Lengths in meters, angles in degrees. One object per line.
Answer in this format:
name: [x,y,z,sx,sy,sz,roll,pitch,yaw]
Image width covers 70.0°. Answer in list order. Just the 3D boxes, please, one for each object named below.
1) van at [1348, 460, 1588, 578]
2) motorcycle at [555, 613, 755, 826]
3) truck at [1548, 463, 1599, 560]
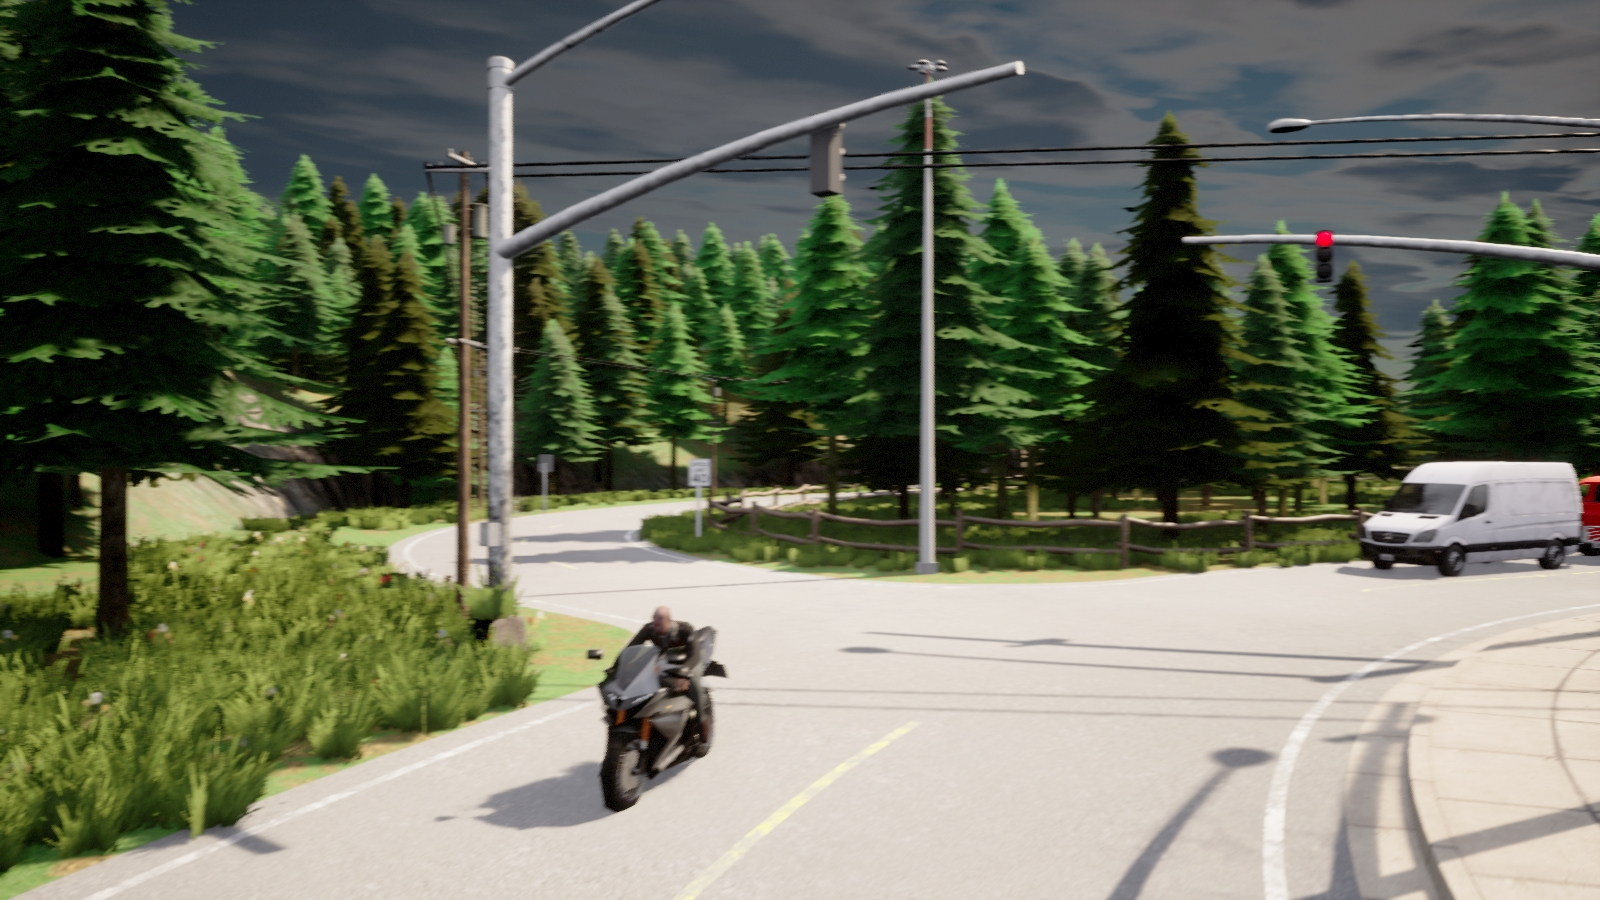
van: [16.011,1.544,27.310,5.915,2.561,1.988,0,0,-26]
motorcycle: [-1.145,2.171,9.677,0.867,1.251,2.209,0,0,16]
truck: [23.007,1.592,30.565,5.204,2.467,2.627,0,0,-24]
